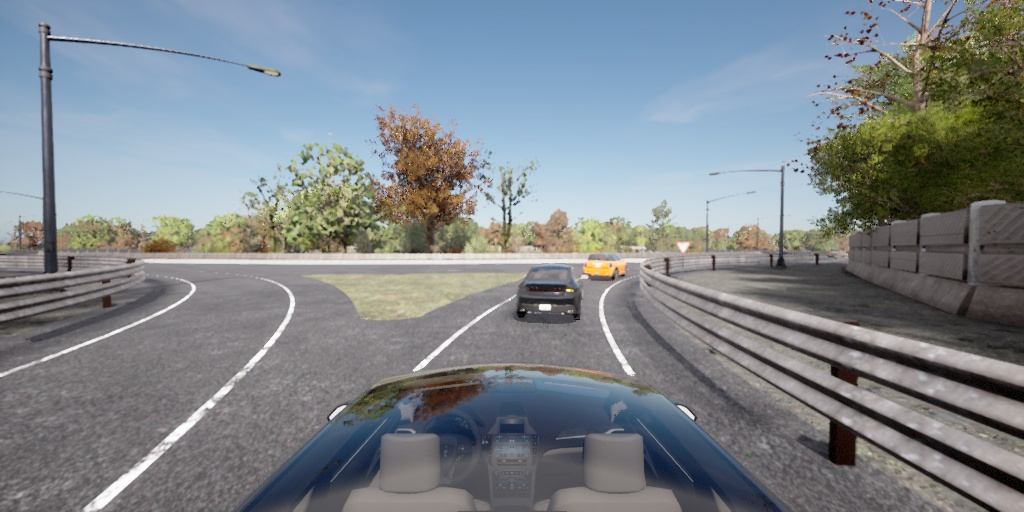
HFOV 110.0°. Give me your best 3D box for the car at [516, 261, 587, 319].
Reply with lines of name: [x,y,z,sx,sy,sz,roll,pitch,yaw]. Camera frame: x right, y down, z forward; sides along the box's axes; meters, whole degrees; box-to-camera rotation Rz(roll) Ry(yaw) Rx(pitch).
car: [1.382,1.023,11.732,1.837,1.490,4.892,0,2,12]

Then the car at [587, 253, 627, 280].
car: [6.340,0.589,24.111,2.097,1.767,4.553,1,2,28]
